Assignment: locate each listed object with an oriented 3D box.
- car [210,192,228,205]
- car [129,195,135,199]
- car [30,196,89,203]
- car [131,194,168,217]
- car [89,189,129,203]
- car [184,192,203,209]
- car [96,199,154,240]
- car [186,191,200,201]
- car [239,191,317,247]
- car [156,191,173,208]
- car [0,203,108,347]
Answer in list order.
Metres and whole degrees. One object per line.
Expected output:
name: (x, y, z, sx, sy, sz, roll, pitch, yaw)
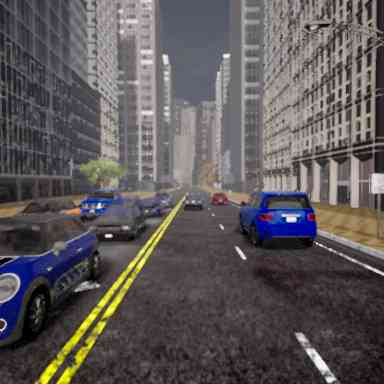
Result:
car: (3.349, 0.757, 40.973, 1.882, 1.535, 5.008, 0, 1, 1)
car: (-6.439, 0.981, 35.024, 2.033, 1.411, 5.357, 0, 1, 0)
car: (-6.562, 1.143, 15.015, 2.097, 1.767, 4.553, 0, 1, 0)
car: (-3.224, 1.146, 25.856, 1.994, 1.385, 4.181, 0, 1, 1)
car: (-6.490, 0.843, 24.539, 2.150, 2.045, 5.566, 0, 1, 1)
car: (0.158, 0.972, 33.778, 2.033, 1.411, 5.357, 0, 1, 0)
car: (-3.308, 1.307, 15.891, 2.033, 1.411, 5.357, 0, 1, 0)
car: (0.185, 0.625, 52.788, 2.033, 1.411, 5.357, 0, 1, 0)
car: (3.371, 0.983, 13.967, 2.150, 2.045, 5.566, 0, 1, 0)
car: (-3.188, 0.754, 35.908, 2.097, 1.767, 4.553, 0, 1, 0)
car: (-3.338, 1.279, 6.417, 2.097, 1.767, 4.553, 0, 1, 0)
